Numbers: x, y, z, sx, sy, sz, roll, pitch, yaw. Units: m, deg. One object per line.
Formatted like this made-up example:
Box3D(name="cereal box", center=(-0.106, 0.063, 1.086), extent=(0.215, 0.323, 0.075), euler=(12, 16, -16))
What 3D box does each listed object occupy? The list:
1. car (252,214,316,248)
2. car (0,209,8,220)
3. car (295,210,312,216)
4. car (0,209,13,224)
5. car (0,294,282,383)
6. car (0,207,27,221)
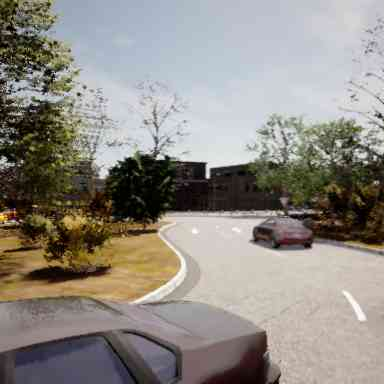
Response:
Box3D(name="car", center=(4.662, 2.058, 17.585), extent=(1.994, 1.385, 4.181), euler=(0, -2, -9))
Box3D(name="car", center=(-29.649, 3.453, 49.843), extent=(1.946, 1.575, 5.366), euler=(-2, -1, -9))
Box3D(name="car", center=(13.213, 2.607, 36.044), extent=(4.718, 1.301, 1.895), euler=(0, -2, 8))
Box3D(name="car", center=(-22.893, 2.958, 38.140), extent=(1.946, 1.575, 5.366), euler=(-1, -2, -9))
Box3D(name="car", center=(-1.603, 1.630, 2.338), extent=(5.357, 1.411, 2.033), euler=(1, -2, -39))
Box3D(name="car", center=(-26.739, 3.247, 50.100), extent=(2.185, 1.767, 4.553), euler=(-2, -1, -9))
